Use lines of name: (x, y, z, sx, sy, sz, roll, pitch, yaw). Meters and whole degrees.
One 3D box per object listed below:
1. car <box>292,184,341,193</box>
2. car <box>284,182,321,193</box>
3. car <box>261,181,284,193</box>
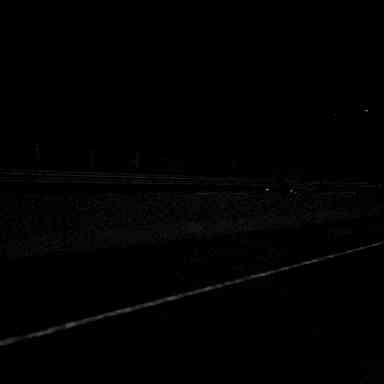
car: (10.284, 0.274, 26.220, 4.718, 1.301, 1.895, 0, 5, -41)
car: (11.203, -0.157, 31.580, 4.892, 1.490, 1.837, 0, 5, -41)
car: (8.992, -0.421, 34.281, 4.181, 1.385, 1.994, 0, 5, -41)
